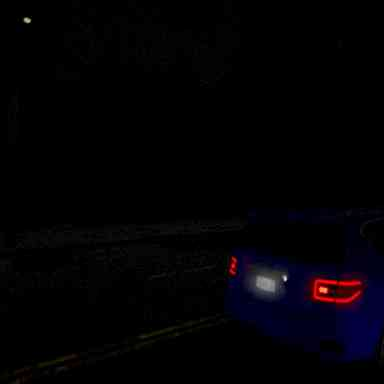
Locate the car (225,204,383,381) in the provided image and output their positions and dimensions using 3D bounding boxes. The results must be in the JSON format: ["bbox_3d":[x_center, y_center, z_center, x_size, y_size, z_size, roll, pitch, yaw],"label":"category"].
[{"bbox_3d":[3.091,1.224,5.643,5.566,2.045,2.150,0,0,-35],"label":"car"}]
